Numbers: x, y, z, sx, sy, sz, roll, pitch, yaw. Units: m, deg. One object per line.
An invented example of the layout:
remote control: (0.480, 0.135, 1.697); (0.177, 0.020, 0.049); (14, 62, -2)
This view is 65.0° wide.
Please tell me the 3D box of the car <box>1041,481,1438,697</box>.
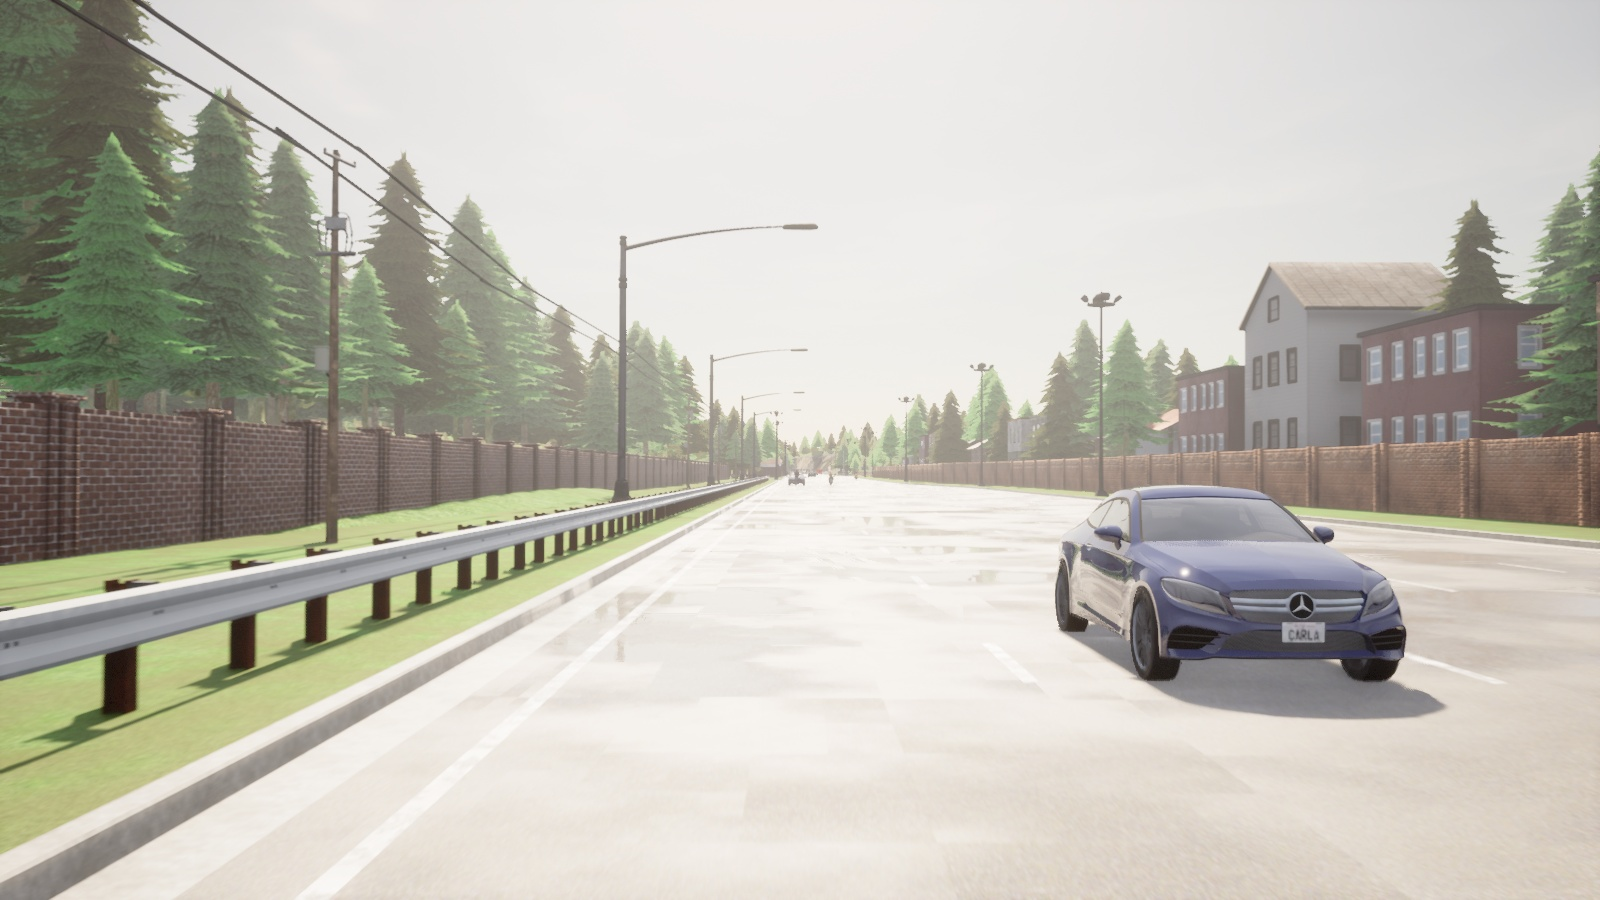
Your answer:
car: (3.473, 1.010, 10.986); (1.812, 1.442, 4.674); (0, -1, 0)
